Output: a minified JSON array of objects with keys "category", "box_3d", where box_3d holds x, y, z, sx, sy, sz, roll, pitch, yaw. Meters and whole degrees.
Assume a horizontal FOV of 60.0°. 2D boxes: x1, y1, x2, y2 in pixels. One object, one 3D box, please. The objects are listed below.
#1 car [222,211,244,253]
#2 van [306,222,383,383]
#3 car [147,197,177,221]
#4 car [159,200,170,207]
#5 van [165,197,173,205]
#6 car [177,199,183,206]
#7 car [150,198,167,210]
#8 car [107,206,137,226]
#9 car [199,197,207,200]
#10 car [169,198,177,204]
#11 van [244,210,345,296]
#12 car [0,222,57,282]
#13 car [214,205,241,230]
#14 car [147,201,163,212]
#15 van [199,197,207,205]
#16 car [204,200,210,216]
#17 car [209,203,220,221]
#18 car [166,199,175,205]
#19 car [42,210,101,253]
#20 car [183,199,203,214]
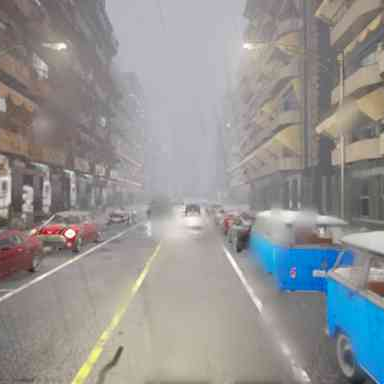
[{"category":"car","box_3d":[2.575,1.706,14.245,1.947,1.339,4.313,1,-1,0]},{"category":"van","box_3d":[2.577,1.371,2.906,1.690,1.788,3.998,1,-1,0]},{"category":"car","box_3d":[-2.846,1.525,31.096,2.150,2.045,5.566,0,-1,0]},{"category":"car","box_3d":[-5.279,2.228,65.251,1.802,1.307,4.206,1,-1,0]},{"category":"van","box_3d":[-5.265,2.103,76.594,1.690,1.788,3.998,1,-1,0]},{"category":"car","box_3d":[-2.744,2.147,71.789,1.882,1.535,5.008,0,-1,0]},{"category":"car","box_3d":[-5.307,1.847,53.912,2.192,1.841,5.009,1,-1,0]},{"category":"car","box_3d":[-5.304,1.800,25.557,2.008,1.369,4.403,1,-1,0]},{"category":"car","box_3d":[2.579,2.197,65.279,2.008,1.369,4.403,1,-1,0]},{"category":"car","box_3d":[-5.266,2.489,93.604,2.008,1.369,4.403,1,-1,0]},{"category":"van","box_3d":[2.578,1.426,8.577,1.690,1.788,3.998,1,-1,0]},{"category":"car","box_3d":[-5.306,1.666,8.545,1.802,1.307,4.206,1,-1,0]},{"category":"car","box_3d":[2.576,1.739,19.915,1.887,1.381,4.507,1,-1,0]},{"category":"car","box_3d":[-5.307,1.998,48.070,1.752,1.417,4.829,1,-1,0]},{"category":"van","box_3d":[2.583,2.103,76.622,1.690,1.788,3.998,1,-1,0]},{"category":"car","box_3d":[2.578,1.889,37.097,1.752,1.417,4.829,1,-1,0]},{"category":"car","box_3d":[2.577,1.777,25.756,1.752,1.417,4.829,1,-1,0]},{"category":"car","box_3d":[-5.266,2.365,82.263,1.887,1.381,4.507,1,-1,0]},{"category":"car","box_3d":[-5.303,1.579,14.217,1.967,1.590,4.097,1,-1,0]},{"category":"car","box_3d":[0.102,1.932,41.402,1.812,1.442,4.674,0,-1,0]}]
